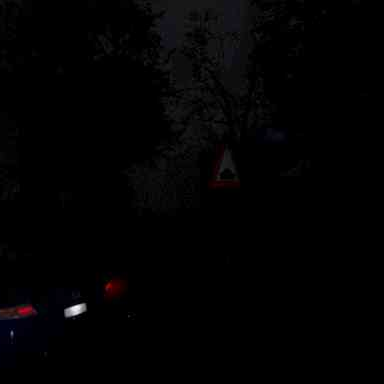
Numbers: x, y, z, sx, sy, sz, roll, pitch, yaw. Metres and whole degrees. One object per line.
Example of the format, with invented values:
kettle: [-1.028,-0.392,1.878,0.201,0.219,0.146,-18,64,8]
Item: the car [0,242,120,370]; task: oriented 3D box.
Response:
car: [-3.206,1.569,5.666,4.181,1.385,1.994,0,0,36]
